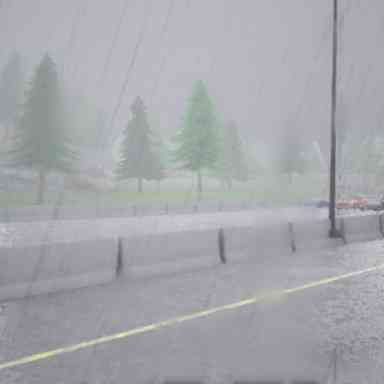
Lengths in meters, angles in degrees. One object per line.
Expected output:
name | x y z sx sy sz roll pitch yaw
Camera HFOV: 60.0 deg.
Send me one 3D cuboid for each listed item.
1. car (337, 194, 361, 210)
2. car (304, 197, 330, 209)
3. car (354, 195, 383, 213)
car | 18.925 1.129 38.832 4.553 1.767 2.097 -1 1 -35
car | 15.742 1.318 40.868 4.674 1.442 1.812 -1 1 -35
car | 19.449 1.331 34.920 4.674 1.442 1.812 -1 1 -35
